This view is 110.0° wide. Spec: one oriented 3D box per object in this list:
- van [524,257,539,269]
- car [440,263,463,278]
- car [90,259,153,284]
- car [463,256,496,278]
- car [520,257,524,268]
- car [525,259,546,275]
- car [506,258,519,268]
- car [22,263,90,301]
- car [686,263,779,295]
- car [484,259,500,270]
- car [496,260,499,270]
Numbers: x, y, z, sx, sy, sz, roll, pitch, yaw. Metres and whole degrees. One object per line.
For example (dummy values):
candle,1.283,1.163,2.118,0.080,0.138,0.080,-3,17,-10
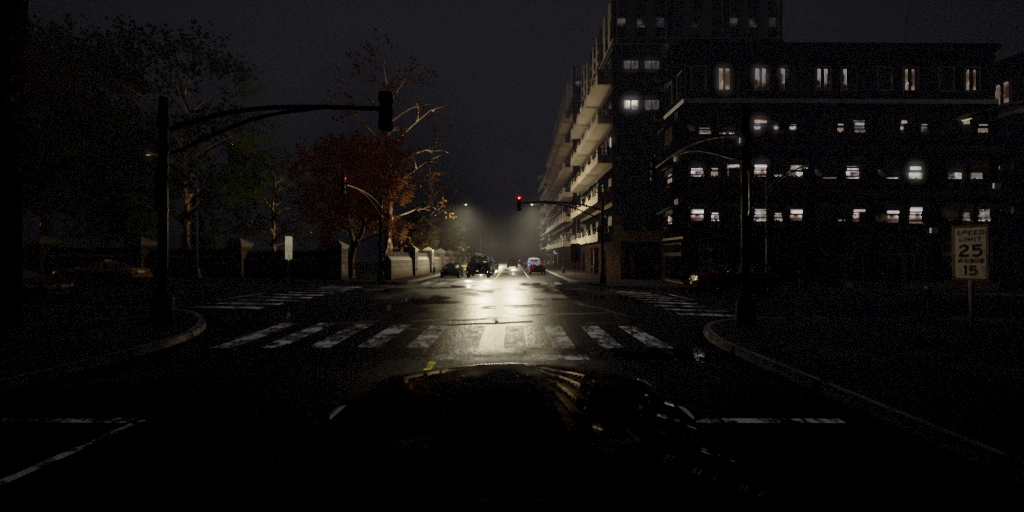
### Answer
van,2.749,1.116,45.581,1.690,1.789,3.998,0,0,0
car,-5.647,1.330,34.332,1.948,1.339,4.313,0,0,0
car,-24.717,0.883,21.652,4.829,1.417,1.751,0,0,0
car,-3.042,0.986,34.619,2.150,2.045,5.566,0,0,1
car,2.764,1.230,56.842,1.967,1.591,4.097,0,0,0
car,2.741,1.314,39.951,1.888,1.381,4.507,0,0,0
car,0.080,1.304,62.625,1.837,1.490,4.892,0,0,0
car,-18.947,1.007,13.319,4.207,1.307,1.802,0,0,0
car,13.476,1.353,21.966,5.009,1.841,2.192,0,0,0
car,-3.019,1.279,54.970,2.128,1.511,4.902,0,0,0
car,-3.040,1.322,44.871,2.033,1.411,5.357,0,0,0
